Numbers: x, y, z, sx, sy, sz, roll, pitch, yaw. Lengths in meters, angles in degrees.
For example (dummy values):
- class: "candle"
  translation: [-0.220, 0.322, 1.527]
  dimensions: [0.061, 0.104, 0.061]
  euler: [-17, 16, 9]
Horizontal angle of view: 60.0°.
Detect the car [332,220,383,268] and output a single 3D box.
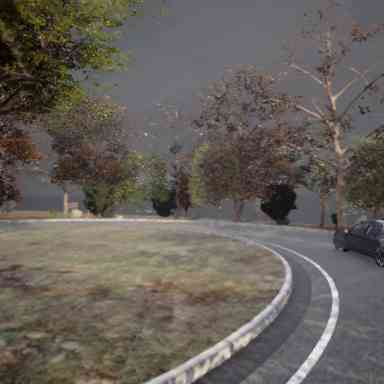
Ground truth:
- class: "car"
  translation: [6.894, 1.714, 11.868]
  dimensions: [2.033, 1.411, 5.357]
  euler: [0, -1, 1]
